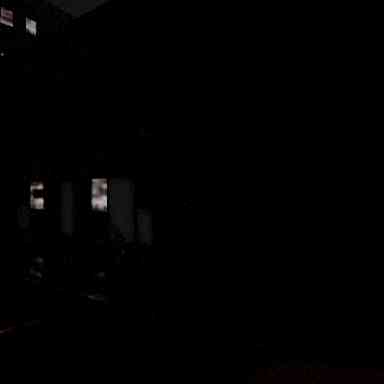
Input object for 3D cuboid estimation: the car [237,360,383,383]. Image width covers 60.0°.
[{"bbox_3d":[2.168,1.525,1.328,4.829,1.417,1.752,0,0,36],"label":"car"}]
